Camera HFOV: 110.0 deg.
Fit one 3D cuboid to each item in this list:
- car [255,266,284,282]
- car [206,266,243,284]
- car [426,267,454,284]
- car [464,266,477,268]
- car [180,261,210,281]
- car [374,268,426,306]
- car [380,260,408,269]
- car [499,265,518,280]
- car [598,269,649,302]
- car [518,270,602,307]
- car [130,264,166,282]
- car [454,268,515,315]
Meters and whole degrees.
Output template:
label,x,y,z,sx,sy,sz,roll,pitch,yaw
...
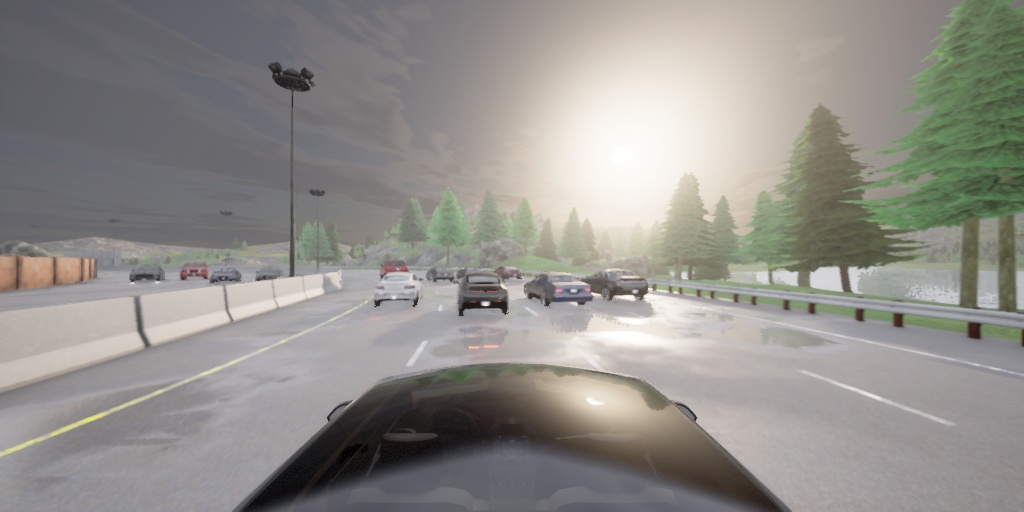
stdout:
label,x,y,z,sx,sy,sz,roll,pitch,yaw
car,-22.662,1.735,33.662,1.837,1.490,4.892,0,-1,-29
car,-26.469,1.809,33.329,1.994,1.385,4.181,0,-1,-31
car,-6.761,1.700,33.462,2.033,1.411,5.357,0,-1,-23
car,-4.239,1.735,36.134,1.994,1.385,4.181,0,-1,-24
car,-34.548,1.576,39.189,2.150,2.045,5.566,0,-1,-38
car,-5.271,1.479,16.960,1.812,1.442,4.674,0,-1,-11
car,-11.984,1.432,36.334,2.150,2.045,5.566,0,-1,-26
car,-0.588,1.685,36.560,1.812,1.442,4.674,0,-1,-22
car,5.071,1.413,18.473,2.128,1.511,4.902,0,-1,-11
car,1.963,1.462,16.681,2.033,1.411,5.357,0,-1,-11
car,-36.804,1.680,36.327,2.097,1.767,4.553,0,-1,-37
car,-1.303,1.412,14.632,1.837,1.490,4.892,0,-1,-9
